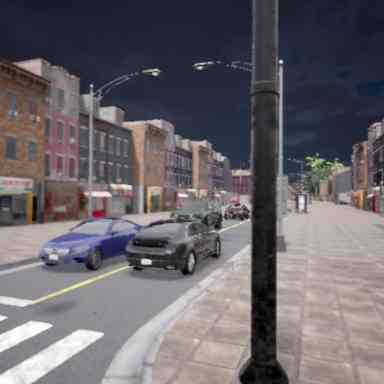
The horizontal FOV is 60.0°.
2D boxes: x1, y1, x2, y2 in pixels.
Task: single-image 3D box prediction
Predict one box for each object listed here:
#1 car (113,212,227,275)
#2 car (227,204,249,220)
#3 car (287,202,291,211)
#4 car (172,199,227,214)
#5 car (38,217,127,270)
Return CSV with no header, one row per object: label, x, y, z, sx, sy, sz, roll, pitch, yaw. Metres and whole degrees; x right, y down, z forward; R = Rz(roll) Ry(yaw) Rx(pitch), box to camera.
car,-0.402,1.648,11.146,1.837,1.490,4.892,0,-1,20
car,4.564,1.960,33.404,1.812,1.442,4.674,0,-1,20
car,14.545,2.214,52.558,1.882,1.535,5.008,0,-1,20
car,0.391,1.493,21.791,2.150,2.045,5.566,0,-1,20
car,-3.202,1.659,11.793,1.812,1.442,4.674,0,-1,20
